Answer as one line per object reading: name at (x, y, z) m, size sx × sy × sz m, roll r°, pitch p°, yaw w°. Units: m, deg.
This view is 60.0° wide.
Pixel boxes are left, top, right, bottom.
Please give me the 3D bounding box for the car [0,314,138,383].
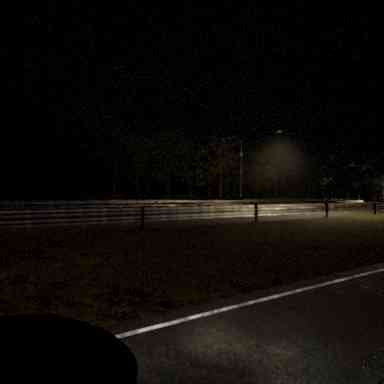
car at (-2.686, 1.466, 1.797) m, size 5.008 × 1.535 × 1.882 m, roll 1°, pitch 0°, yaw -36°
